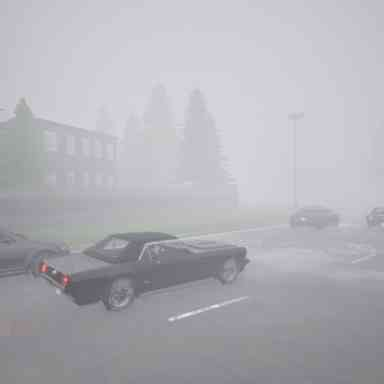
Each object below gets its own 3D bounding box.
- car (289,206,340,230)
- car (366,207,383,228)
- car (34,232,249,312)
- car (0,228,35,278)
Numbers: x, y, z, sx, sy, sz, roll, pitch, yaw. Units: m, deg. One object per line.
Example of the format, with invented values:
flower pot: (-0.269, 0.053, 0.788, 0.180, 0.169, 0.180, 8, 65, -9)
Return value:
car: (7.839, 1.563, 21.074, 1.994, 1.385, 4.181, 0, 0, 41)
car: (12.596, 1.601, 21.203, 1.895, 1.301, 4.718, 0, 0, 39)
car: (-0.835, 1.601, 7.749, 4.718, 1.301, 1.895, 0, 0, -39)
car: (-5.406, 1.563, 8.696, 4.181, 1.385, 1.994, 0, 0, -37)
